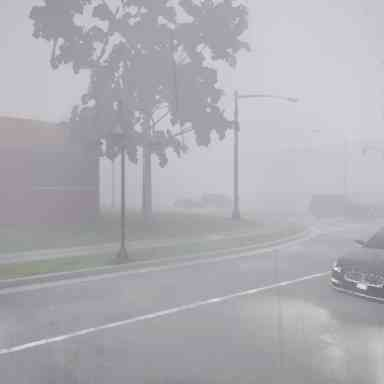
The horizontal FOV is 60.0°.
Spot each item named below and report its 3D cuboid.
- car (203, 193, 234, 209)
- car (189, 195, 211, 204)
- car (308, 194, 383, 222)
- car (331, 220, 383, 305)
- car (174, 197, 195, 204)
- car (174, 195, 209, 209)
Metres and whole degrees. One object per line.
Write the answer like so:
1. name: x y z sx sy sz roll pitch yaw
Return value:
1. car: 3.351 1.221 45.300 2.150 2.045 5.566 0 0 -34
2. car: 1.608 1.475 66.962 1.882 1.535 5.008 0 0 -34
3. car: 11.896 1.219 26.250 2.150 2.045 5.566 0 0 -34
4. car: 5.153 1.504 7.578 4.892 1.490 1.837 0 0 -35
5. car: -1.576 1.598 65.426 1.895 1.301 4.718 0 0 -34
6. car: -0.469 1.546 44.739 2.033 1.411 5.357 0 0 -33
